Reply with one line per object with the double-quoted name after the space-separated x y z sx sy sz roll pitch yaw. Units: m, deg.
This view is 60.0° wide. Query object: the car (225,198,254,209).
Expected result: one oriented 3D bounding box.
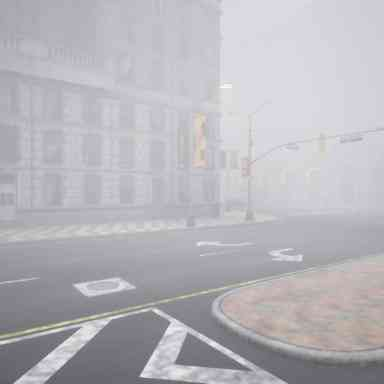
6.616 1.525 46.850 1.812 1.442 4.674 0 0 -36 "car"
